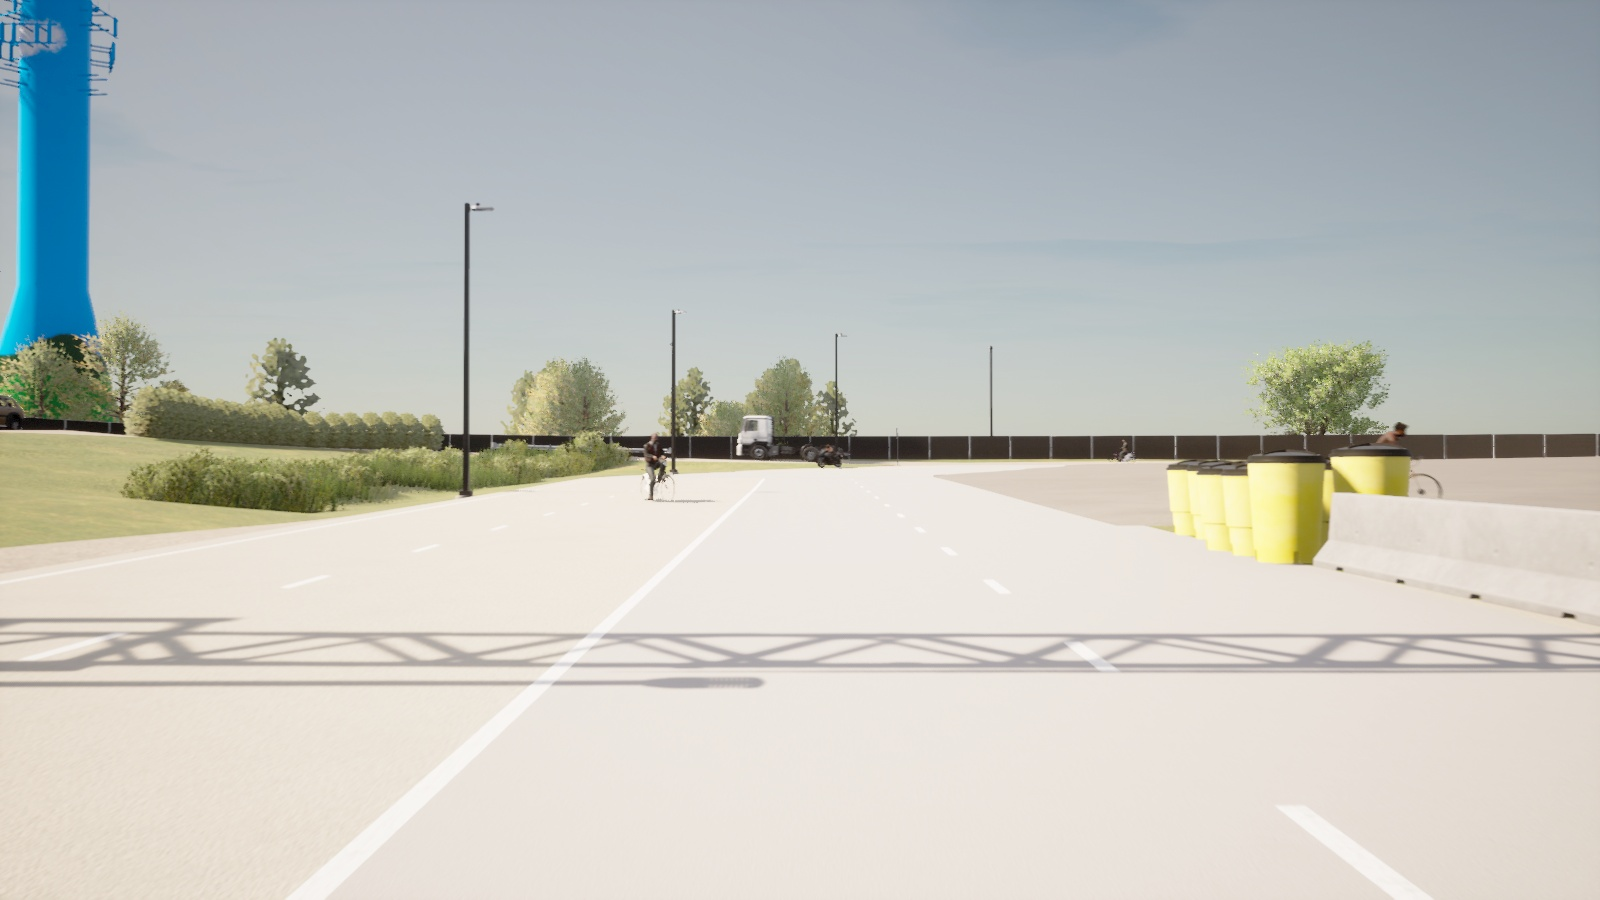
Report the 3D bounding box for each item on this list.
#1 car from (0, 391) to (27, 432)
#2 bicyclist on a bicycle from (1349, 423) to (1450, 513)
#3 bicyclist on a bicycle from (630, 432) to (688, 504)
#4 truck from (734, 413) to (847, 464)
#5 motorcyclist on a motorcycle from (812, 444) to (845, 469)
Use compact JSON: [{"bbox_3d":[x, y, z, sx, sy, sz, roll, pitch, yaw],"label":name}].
[{"bbox_3d":[-39.358,-1.890,59.888,1.932,1.855,4.605,0,-2,2],"label":"car"},{"bbox_3d":[11.070,0.333,23.203,1.656,1.620,0.582,-1,-1,27],"label":"bicyclist on a bicycle"},{"bbox_3d":[-3.549,0.439,31.558,0.659,1.776,1.843,1,0,-34],"label":"bicyclist on a bicycle"},{"bbox_3d":[-0.654,-0.822,93.223,7.936,3.462,2.891,2,-1,7],"label":"truck"},{"bbox_3d":[1.782,0.397,78.509,2.044,1.523,0.797,-1,1,-41],"label":"motorcyclist on a motorcycle"}]
